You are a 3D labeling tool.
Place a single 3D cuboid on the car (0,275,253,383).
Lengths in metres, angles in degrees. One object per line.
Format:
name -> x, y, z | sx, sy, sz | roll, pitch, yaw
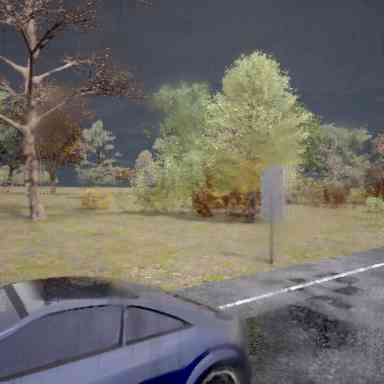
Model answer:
car -> -1.449, 1.563, 2.958 | 4.181, 1.385, 1.994 | 0, 0, -36
